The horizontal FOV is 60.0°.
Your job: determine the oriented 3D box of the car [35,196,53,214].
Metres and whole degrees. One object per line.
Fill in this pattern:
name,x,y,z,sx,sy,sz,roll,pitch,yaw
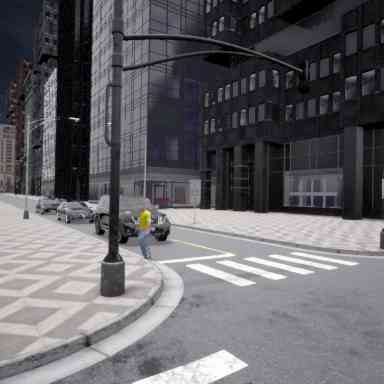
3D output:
car,-14.330,1.427,33.142,2.033,1.411,5.357,2,-1,-33

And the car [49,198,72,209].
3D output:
car,-17.182,1.468,43.313,1.994,1.385,4.181,1,-1,-33

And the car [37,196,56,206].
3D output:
car,-22.624,1.352,51.640,1.837,1.490,4.892,2,0,-33

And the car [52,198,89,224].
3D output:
car,-8.579,1.418,24.356,1.837,1.490,4.892,1,-1,-33

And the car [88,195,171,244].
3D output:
car,-3.037,1.161,15.919,2.150,2.045,5.566,1,-1,-31

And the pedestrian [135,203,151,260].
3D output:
pedestrian,-1.489,1.211,10.503,0.375,1.860,0.375,2,-1,-33
